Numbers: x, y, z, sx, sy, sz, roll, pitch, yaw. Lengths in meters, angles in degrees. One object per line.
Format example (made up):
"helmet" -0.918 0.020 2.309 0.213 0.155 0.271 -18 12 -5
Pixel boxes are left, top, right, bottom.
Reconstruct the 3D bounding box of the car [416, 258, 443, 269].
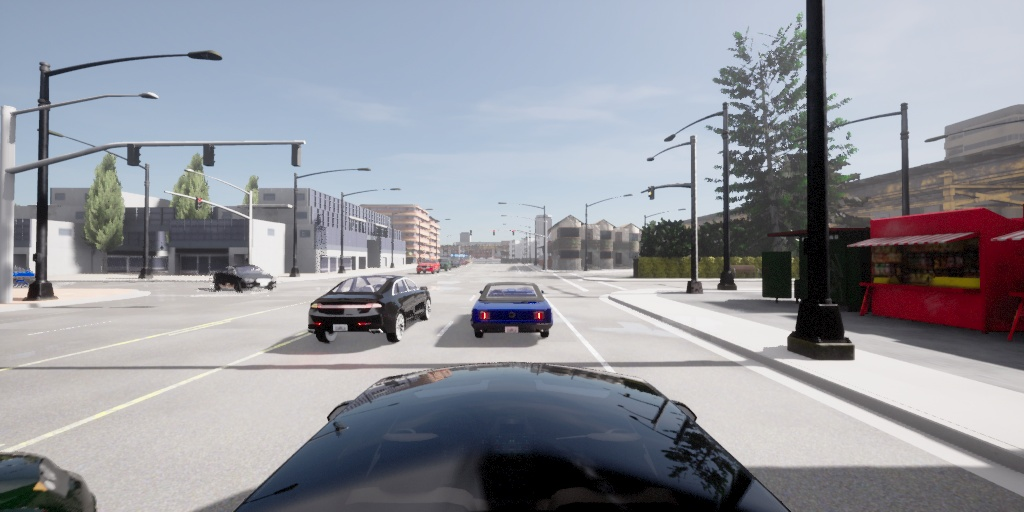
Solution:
"car" -11.055 1.337 47.637 2.150 2.045 5.566 0 0 -1

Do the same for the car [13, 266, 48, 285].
"car" -33.570 1.317 23.440 5.008 1.535 1.882 0 -1 0

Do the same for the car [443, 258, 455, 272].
"car" -11.149 1.390 57.686 2.150 2.045 5.566 0 0 0

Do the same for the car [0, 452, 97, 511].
"car" -3.374 1.314 0.284 1.994 1.385 4.181 0 0 -1

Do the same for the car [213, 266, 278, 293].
"car" -15.892 1.330 21.345 4.902 1.511 2.128 -1 -2 33

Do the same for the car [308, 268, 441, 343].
"car" -3.511 1.257 9.741 2.128 1.511 4.902 0 0 0

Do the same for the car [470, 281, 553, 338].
"car" -0.011 1.365 10.219 1.895 1.301 4.718 0 0 0
